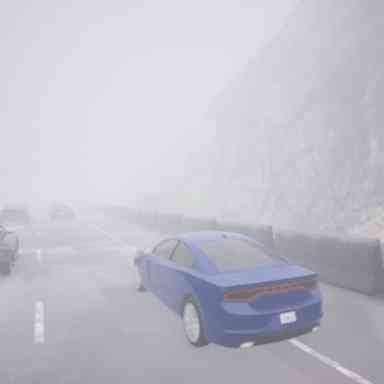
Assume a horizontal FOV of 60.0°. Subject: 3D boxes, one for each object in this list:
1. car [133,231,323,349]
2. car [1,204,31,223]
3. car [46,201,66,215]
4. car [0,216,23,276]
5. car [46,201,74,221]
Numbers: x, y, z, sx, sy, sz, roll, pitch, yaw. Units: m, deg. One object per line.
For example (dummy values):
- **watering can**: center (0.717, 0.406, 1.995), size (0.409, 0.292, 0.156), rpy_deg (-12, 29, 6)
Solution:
- **car**: center (0.227, 1.520, 6.625), size (1.882, 1.535, 5.008), rpy_deg (0, 0, -25)
- **car**: center (-14.325, 1.694, 27.157), size (1.882, 1.535, 5.008), rpy_deg (0, 0, -25)
- **car**: center (-16.035, 1.798, 39.098), size (2.033, 1.411, 5.357), rpy_deg (0, 0, -24)
- **car**: center (-6.593, 1.685, 10.376), size (1.994, 1.385, 4.181), rpy_deg (0, 0, -25)
- **car**: center (-11.683, 1.766, 29.727), size (1.994, 1.385, 4.181), rpy_deg (0, 0, -25)
